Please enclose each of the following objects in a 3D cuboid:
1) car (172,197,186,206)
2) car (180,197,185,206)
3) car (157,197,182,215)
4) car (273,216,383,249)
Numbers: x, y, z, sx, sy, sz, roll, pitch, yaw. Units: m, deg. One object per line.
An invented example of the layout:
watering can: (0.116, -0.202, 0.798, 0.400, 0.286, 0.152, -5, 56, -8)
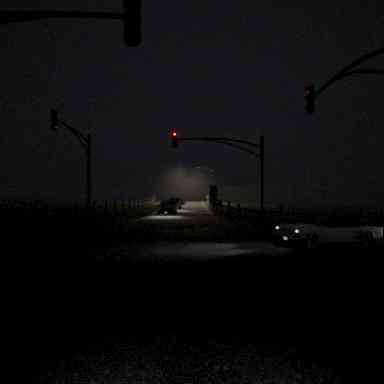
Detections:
car: (-2.170, 1.561, 55.807, 2.033, 1.411, 5.357, 0, 0, 1)
car: (-2.326, 1.514, 44.263, 1.837, 1.490, 4.892, 0, 0, 1)
car: (-2.465, 1.553, 34.216, 2.033, 1.411, 5.357, 0, 0, 0)
car: (6.116, 1.742, 15.076, 4.718, 1.301, 1.895, 1, 0, -19)
